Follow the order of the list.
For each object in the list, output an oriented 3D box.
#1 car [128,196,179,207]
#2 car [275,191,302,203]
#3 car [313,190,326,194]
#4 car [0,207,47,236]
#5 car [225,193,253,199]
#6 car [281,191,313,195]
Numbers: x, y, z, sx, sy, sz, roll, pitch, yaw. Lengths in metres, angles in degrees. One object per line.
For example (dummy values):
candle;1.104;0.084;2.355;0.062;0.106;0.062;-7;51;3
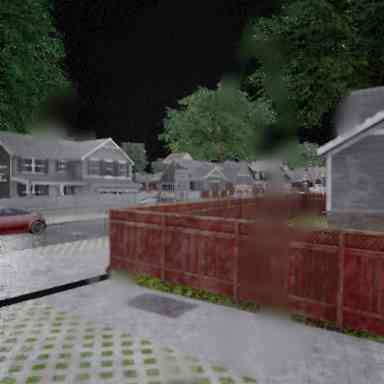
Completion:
car;-2.734;1.115;23.709;1.837;1.490;4.892;0;2;35
car;13.716;0.649;47.059;2.033;1.411;5.357;0;1;35
car;18.835;0.511;49.580;2.128;1.511;4.902;0;1;35
car;-8.823;1.363;15.003;1.994;1.385;4.181;0;1;35
car;4.880;0.863;34.579;2.128;1.511;4.902;0;1;35
car;13.019;0.710;41.179;1.837;1.490;4.892;0;1;35
